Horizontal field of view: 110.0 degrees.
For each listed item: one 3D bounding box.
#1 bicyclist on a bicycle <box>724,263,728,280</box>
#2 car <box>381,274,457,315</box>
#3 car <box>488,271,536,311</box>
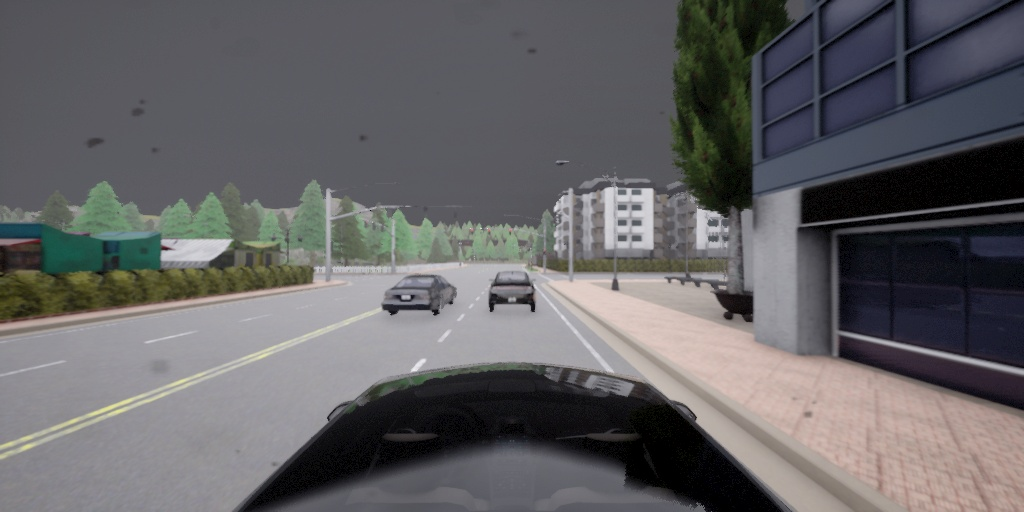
[{"bbox_3d":[19.388,1.377,31.923,0.582,1.620,1.656,0,-1,-3],"label":"bicyclist on a bicycle"},{"bbox_3d":[-3.491,1.435,14.348,2.033,1.411,5.357,0,-1,0],"label":"car"},{"bbox_3d":[0.019,1.391,15.342,2.128,1.511,4.902,0,0,0],"label":"car"}]
